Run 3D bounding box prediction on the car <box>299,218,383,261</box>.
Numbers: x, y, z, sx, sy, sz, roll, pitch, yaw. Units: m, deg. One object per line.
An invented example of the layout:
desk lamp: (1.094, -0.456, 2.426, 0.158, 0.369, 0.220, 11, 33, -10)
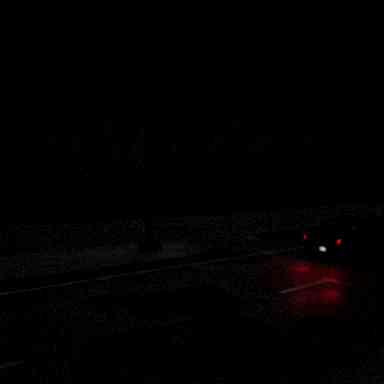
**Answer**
car: (6.211, 1.600, 12.265, 4.718, 1.301, 1.895, 0, 0, -33)
